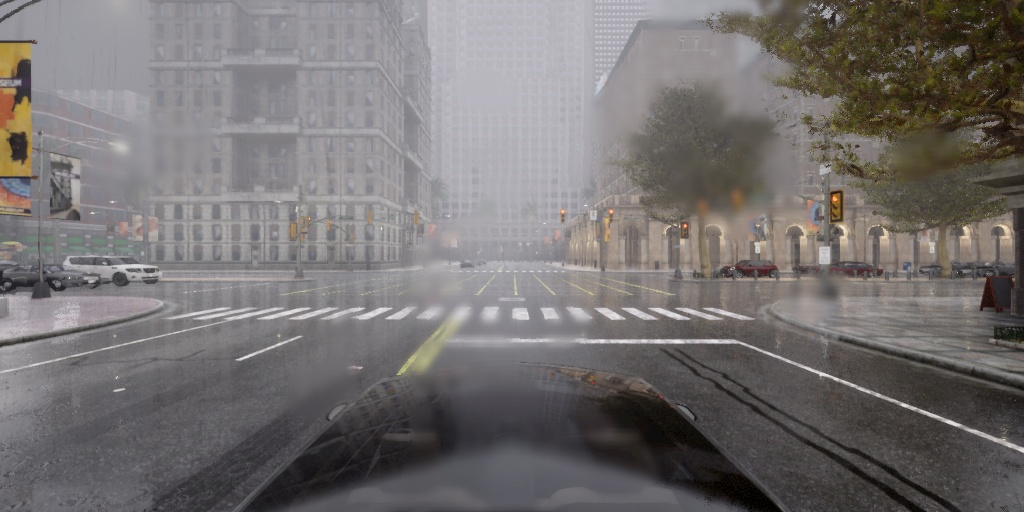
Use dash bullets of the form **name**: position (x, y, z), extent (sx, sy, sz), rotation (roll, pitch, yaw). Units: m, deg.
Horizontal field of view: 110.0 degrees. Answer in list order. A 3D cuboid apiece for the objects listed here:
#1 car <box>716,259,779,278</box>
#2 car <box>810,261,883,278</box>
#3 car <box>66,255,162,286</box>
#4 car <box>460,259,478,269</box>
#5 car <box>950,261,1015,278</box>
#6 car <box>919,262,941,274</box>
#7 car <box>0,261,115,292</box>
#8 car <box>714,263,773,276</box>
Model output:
- **car**: position (21.385, 1.102, 32.485), extent (4.553, 1.767, 2.097), rotation (0, 0, 0)
- **car**: position (30.373, 1.351, 32.441), extent (4.718, 1.301, 1.895), rotation (0, 0, 0)
- **car**: position (-27.387, 0.971, 24.547), extent (5.566, 2.045, 2.150), rotation (0, 0, 2)
- **car**: position (-7.126, 1.227, 57.623), extent (1.882, 1.535, 5.008), rotation (0, 0, 0)
- **car**: position (43.338, 1.242, 32.366), extent (4.902, 1.511, 2.128), rotation (0, 0, 0)
- **car**: position (43.746, 1.242, 35.863), extent (4.902, 1.511, 2.128), rotation (0, 0, 0)
- **car**: position (-27.066, 1.242, 21.030), extent (4.902, 1.511, 2.128), rotation (0, 0, 0)
- **car**: position (23.146, 1.351, 35.977), extent (4.718, 1.301, 1.895), rotation (0, 0, 0)
